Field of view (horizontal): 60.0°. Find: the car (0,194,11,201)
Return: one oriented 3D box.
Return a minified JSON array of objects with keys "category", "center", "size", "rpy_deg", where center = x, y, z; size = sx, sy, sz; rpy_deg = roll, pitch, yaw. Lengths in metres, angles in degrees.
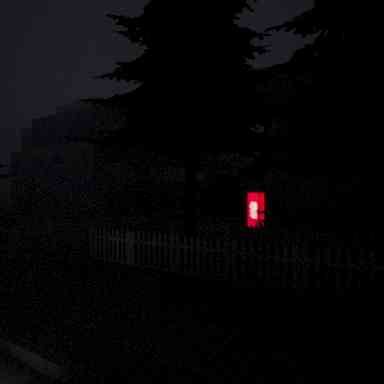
[{"category":"car","center":[-41.628,1.298,74.856],"size":[4.514,1.523,2.007],"rpy_deg":[0,0,34]}]

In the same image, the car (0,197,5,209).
[{"category":"car","center":[-24.063,1.585,37.194],"size":[1.895,1.301,4.718],"rpy_deg":[0,0,36]}]
